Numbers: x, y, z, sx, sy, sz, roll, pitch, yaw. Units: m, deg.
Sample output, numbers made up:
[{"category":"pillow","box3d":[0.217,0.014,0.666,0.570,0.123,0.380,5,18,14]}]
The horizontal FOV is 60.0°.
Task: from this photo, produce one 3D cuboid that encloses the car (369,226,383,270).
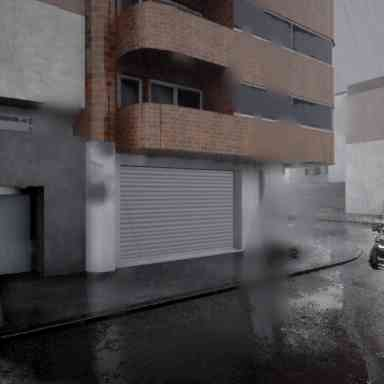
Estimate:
[{"category":"car","box3d":[6.882,1.491,10.352,2.128,1.511,4.902,1,1,34]}]
